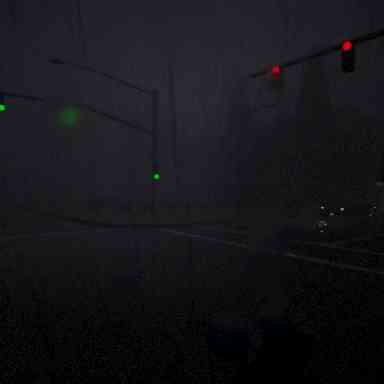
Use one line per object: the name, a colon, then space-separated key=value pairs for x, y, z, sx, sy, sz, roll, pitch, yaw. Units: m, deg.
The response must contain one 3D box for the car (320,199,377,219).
car: x=11.181 y=1.163 z=23.700 sx=4.718 sy=1.301 sz=1.895 roll=-1 pitch=1 yaw=-36
